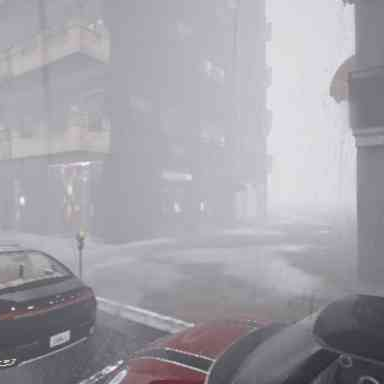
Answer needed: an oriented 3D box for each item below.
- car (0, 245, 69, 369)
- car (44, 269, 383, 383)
[{"bbox_3d":[-3.367,1.527,5.286,4.403,1.369,2.008,0,-1,35],"label":"car"},{"bbox_3d":[1.169,1.439,2.057,4.097,1.590,1.967,0,-1,35],"label":"car"}]
